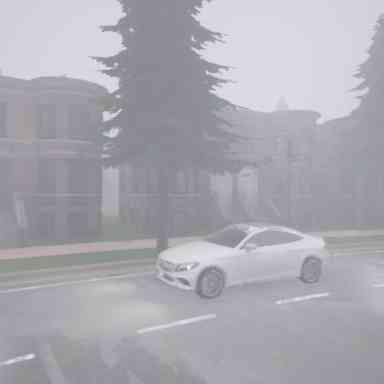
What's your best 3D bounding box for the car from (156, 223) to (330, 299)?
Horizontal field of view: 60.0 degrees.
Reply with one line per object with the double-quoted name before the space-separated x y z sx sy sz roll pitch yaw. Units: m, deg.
"car" 1.413 1.545 8.434 4.674 1.442 1.812 1 0 -26
